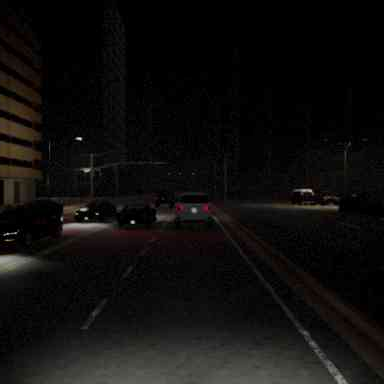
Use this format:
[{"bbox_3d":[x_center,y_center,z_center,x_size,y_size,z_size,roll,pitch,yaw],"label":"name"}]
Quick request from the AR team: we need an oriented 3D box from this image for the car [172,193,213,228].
[{"bbox_3d":[0.123,1.041,20.880,2.150,2.045,5.566,0,0,0],"label":"car"}]

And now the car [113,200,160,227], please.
[{"bbox_3d":[-3.376,1.417,21.213,1.895,1.301,4.718,0,0,0],"label":"car"}]

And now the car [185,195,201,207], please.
[{"bbox_3d":[0.129,1.189,43.566,1.994,1.385,4.181,0,1,0],"label":"car"}]

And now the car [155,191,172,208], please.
[{"bbox_3d":[-3.376,0.863,41.696,2.150,2.045,5.566,0,1,0],"label":"car"}]

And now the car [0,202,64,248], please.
[{"bbox_3d":[-7.068,1.381,14.066,1.837,1.490,4.892,0,1,0],"label":"car"}]

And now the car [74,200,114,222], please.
[{"bbox_3d":[-6.984,1.333,24.675,2.033,1.411,5.357,0,0,0],"label":"car"}]

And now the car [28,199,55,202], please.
[{"bbox_3d":[-10.504,1.278,22.792,1.882,1.535,5.008,0,1,1],"label":"car"}]
